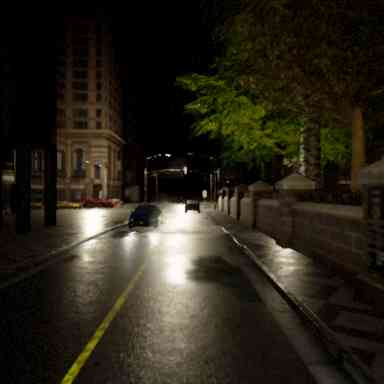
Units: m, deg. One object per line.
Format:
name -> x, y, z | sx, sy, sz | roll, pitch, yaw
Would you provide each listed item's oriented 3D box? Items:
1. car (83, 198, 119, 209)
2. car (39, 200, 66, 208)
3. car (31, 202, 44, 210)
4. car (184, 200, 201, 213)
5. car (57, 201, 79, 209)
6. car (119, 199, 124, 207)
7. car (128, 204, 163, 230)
car -> -14.896, 1.870, 53.429 | 5.009, 1.841, 2.192 | -1, 1, 0
car -> -25.958, 2.301, 61.986 | 4.313, 1.339, 1.947 | -1, 1, 0
car -> -25.803, 2.227, 53.460 | 4.829, 1.417, 1.752 | -1, 1, 0
car -> 0.081, 1.760, 40.831 | 2.128, 1.511, 4.902 | 0, -1, 1
car -> -20.263, 2.153, 53.445 | 4.829, 1.417, 1.752 | -1, 1, 0
car -> -14.880, 2.027, 61.955 | 4.097, 1.590, 1.967 | -1, 1, 0
car -> -3.085, 1.632, 22.830 | 1.882, 1.535, 5.008 | 0, 0, 0
